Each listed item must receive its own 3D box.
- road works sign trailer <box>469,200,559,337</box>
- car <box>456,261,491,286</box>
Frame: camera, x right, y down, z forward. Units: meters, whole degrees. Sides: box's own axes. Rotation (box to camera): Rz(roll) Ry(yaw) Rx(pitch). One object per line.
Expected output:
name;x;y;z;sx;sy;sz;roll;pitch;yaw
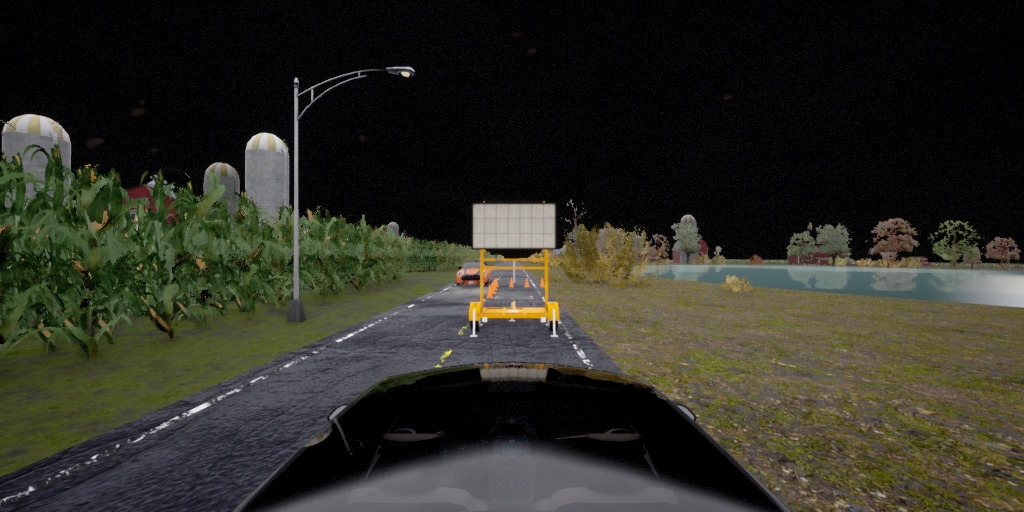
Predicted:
road works sign trailer;0.061;0.217;10.274;2.380;3.560;2.880;0;0;0
car;-2.600;1.121;25.090;2.097;1.767;4.553;0;0;0
